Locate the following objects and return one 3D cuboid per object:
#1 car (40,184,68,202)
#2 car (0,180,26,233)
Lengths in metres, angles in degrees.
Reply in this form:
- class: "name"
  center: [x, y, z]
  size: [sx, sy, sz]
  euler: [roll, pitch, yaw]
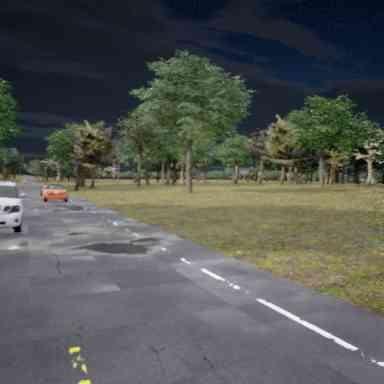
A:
- class: "car"
  center: [-13.666, 0.005, 33.137]
  size: [2.097, 1.767, 4.553]
  euler: [1, 2, -26]
- class: "car"
  center: [-8.595, 0.552, 14.521]
  size: [2.150, 2.045, 5.566]
  euler: [1, 2, -26]
